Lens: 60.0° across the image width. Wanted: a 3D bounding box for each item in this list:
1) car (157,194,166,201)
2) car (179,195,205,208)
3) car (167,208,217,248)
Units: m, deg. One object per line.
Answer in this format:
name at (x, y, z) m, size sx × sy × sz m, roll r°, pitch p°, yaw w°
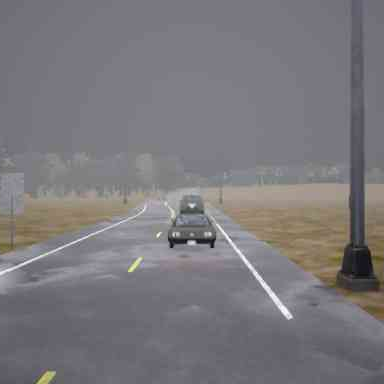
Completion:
car at (-7.001, 1.338, 76.580) m, size 1.837 × 1.490 × 4.892 m, roll 0°, pitch 1°, yaw 0°
car at (0.000, 1.264, 29.684) m, size 2.150 × 2.045 × 5.566 m, roll 0°, pitch 0°, yaw 0°
car at (0.000, 1.619, 14.680) m, size 1.895 × 1.301 × 4.718 m, roll 0°, pitch 0°, yaw 0°
